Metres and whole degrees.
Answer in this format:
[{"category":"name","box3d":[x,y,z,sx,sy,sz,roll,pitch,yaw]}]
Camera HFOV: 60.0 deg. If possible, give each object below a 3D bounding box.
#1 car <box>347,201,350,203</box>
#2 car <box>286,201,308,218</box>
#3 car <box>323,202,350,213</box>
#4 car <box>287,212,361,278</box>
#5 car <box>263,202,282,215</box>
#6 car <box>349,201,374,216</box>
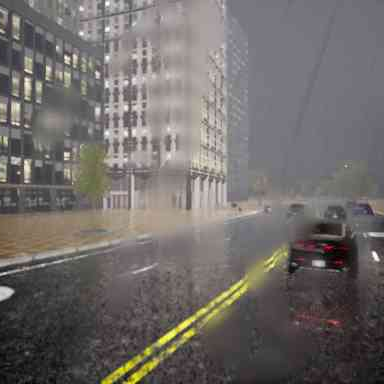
[{"category":"car","box3d":[23.958,2.133,50.279,1.812,1.442,4.674,0,-1,19]},{"category":"car","box3d":[10.794,1.921,34.098,1.812,1.442,4.674,0,-1,22]},{"category":"car","box3d":[12.631,1.873,29.463,1.812,1.442,4.674,0,-1,23]},{"category":"car","box3d":[4.334,1.632,10.818,1.837,1.490,4.892,0,-1,26]},{"category":"car","box3d":[9.991,1.963,40.962,2.128,1.511,4.902,0,-1,21]},{"category":"car","box3d":[19.689,1.988,38.451,1.812,1.442,4.674,0,-1,21]}]
